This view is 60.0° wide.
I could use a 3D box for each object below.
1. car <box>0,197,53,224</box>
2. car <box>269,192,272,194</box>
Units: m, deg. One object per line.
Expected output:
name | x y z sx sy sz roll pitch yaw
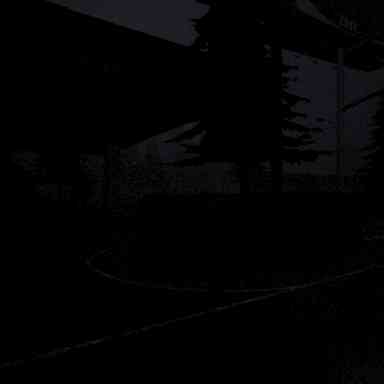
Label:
car | -11.997 1.313 23.462 3.866 1.878 1.905 0 0 -36
car | 6.204 1.050 28.677 2.150 2.045 5.566 0 1 -34
